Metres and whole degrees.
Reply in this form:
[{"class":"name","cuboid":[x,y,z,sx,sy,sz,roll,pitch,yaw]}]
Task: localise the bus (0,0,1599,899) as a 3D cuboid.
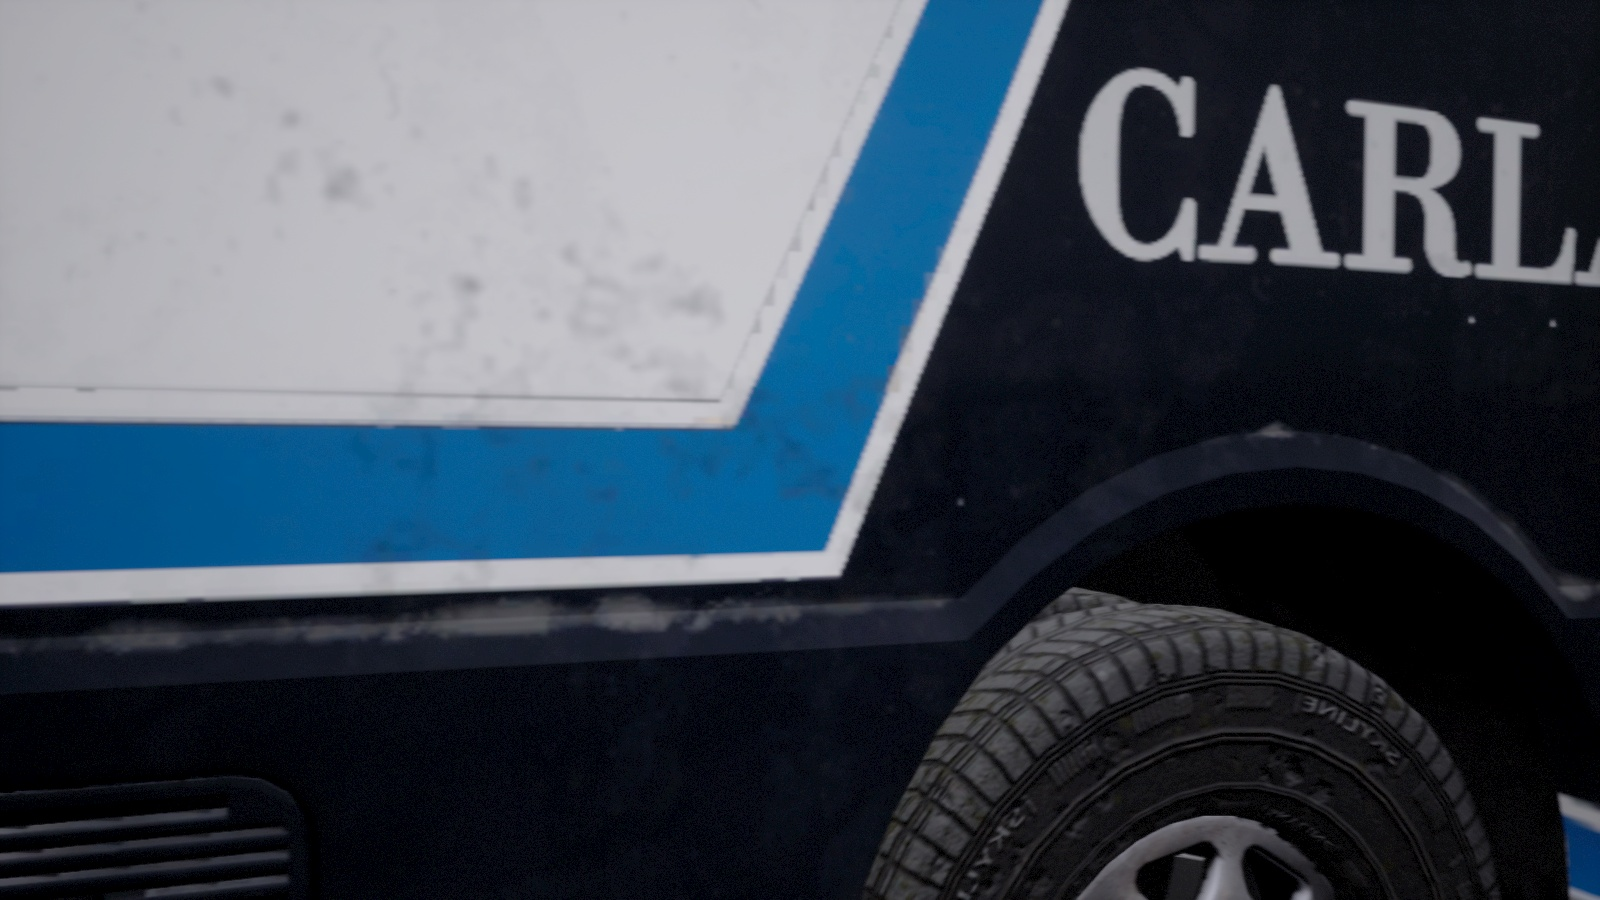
[{"class":"bus","cuboid":[-2.337,-0.592,2.335,10.273,4.253,3.944,-1,1,-21]}]
